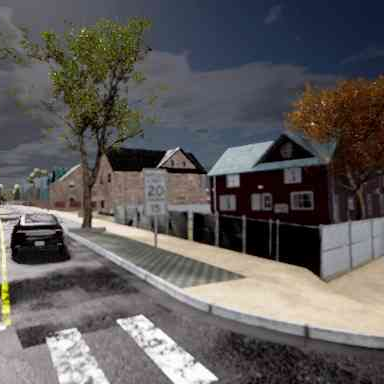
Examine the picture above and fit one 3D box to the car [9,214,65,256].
[{"bbox_3d":[-6.599,1.671,14.171,2.128,1.511,4.902,0,-1,-27],"label":"car"}]
